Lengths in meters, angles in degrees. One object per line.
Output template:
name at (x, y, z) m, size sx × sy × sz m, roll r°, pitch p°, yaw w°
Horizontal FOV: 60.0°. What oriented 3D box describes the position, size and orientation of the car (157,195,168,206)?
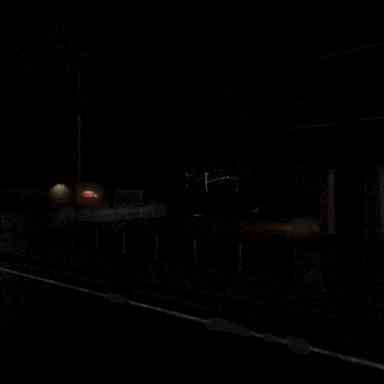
car at (-4.323, 1.618, 63.922) m, size 2.150 × 2.045 × 5.566 m, roll -1°, pitch -1°, yaw 36°
